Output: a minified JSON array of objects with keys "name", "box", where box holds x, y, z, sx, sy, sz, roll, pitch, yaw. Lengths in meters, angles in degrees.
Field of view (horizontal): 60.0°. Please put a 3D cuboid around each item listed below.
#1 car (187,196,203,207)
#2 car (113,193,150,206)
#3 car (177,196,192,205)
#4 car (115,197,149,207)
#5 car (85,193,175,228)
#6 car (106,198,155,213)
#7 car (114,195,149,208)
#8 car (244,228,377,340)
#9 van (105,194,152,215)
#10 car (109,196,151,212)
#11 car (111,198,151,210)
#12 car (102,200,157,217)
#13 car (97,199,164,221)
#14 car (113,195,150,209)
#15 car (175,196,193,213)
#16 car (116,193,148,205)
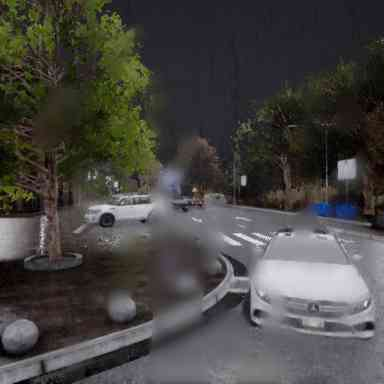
[{"name":"car","box":[0.277,1.619,51.244,1.895,1.301,4.718,0,0,-10]},{"name":"car","box":[-10.024,1.258,55.472,5.566,2.045,2.435,-1,0,-30]},{"name":"car","box":[-1.454,1.525,60.874,2.128,1.511,4.902,0,0,-10]},{"name":"car","box":[-9.513,1.535,52.516,4.792,1.488,2.163,-1,0,-30]},{"name":"car","box":[-4.404,1.238,22.880,5.566,2.045,2.435,-1,0,-30]},{"name":"car","box":[-6.972,1.494,37.697,5.008,1.535,2.097,-1,0,-30]},{"name":"car","box":[-8.996,1.375,49.547,4.553,1.767,2.185,-1,0,-30]},{"name":"car","box":[2.306,1.526,6.822,1.812,1.442,4.674,1,0,16]},{"name":"van","box":[-6.567,1.268,34.676,4.442,1.987,1.878,-1,0,-30]},{"name":"car","box":[-7.527,1.370,40.648,4.553,1.767,2.185,-1,0,-30]},{"name":"car","box":[-8.007,1.537,43.618,4.674,1.452,2.002,-1,0,-30]},{"name":"car","box":[-5.953,1.532,31.781,4.674,1.452,2.002,-1,0,-30]},{"name":"car","box":[-5.267,1.485,28.915,5.366,1.575,1.946,-1,0,-30]},{"name":"car","box":[-8.487,1.373,46.589,4.553,1.767,2.185,-1,0,-30]},{"name":"car","box":[-1.666,1.556,37.994,2.033,1.411,5.357,0,0,-10]},{"name":"car","box":[-11.563,1.277,64.357,5.566,2.045,2.435,-1,0,-30]}]
